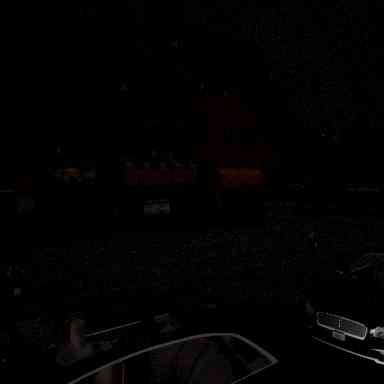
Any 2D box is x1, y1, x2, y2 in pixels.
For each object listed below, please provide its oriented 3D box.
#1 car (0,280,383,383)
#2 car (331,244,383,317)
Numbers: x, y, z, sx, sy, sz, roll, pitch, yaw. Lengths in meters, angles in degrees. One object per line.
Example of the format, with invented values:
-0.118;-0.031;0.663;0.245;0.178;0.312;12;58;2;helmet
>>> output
-0.837;1.550;2.238;4.403;1.369;2.008;0;-2;-36;car
3.595;1.548;5.408;4.403;1.369;2.008;0;-2;-36;car
